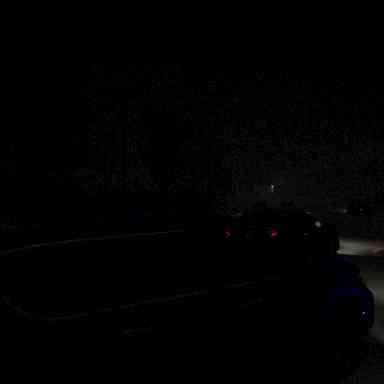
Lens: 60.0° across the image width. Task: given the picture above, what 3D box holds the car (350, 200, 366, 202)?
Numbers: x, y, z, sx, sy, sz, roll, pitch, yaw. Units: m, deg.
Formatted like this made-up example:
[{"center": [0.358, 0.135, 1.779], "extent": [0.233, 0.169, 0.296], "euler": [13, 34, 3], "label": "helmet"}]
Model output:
[{"center": [18.305, 1.617, 36.898], "extent": [2.128, 1.511, 4.902], "euler": [-1, -1, 17], "label": "car"}]

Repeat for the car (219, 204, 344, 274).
[{"center": [3.226, 1.369, 11.427], "extent": [4.553, 1.767, 2.097], "euler": [0, 0, -44], "label": "car"}]

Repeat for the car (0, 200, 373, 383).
[{"center": [-0.160, 1.225, 3.824], "extent": [5.566, 2.045, 2.150], "euler": [0, 0, -36], "label": "car"}]

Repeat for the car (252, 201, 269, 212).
[{"center": [8.978, 1.851, 43.607], "extent": [1.994, 1.385, 4.181], "euler": [-1, -1, 11], "label": "car"}]

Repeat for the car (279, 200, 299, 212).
[{"center": [12.452, 1.791, 42.971], "extent": [2.033, 1.411, 5.357], "euler": [-1, -1, 12], "label": "car"}]
